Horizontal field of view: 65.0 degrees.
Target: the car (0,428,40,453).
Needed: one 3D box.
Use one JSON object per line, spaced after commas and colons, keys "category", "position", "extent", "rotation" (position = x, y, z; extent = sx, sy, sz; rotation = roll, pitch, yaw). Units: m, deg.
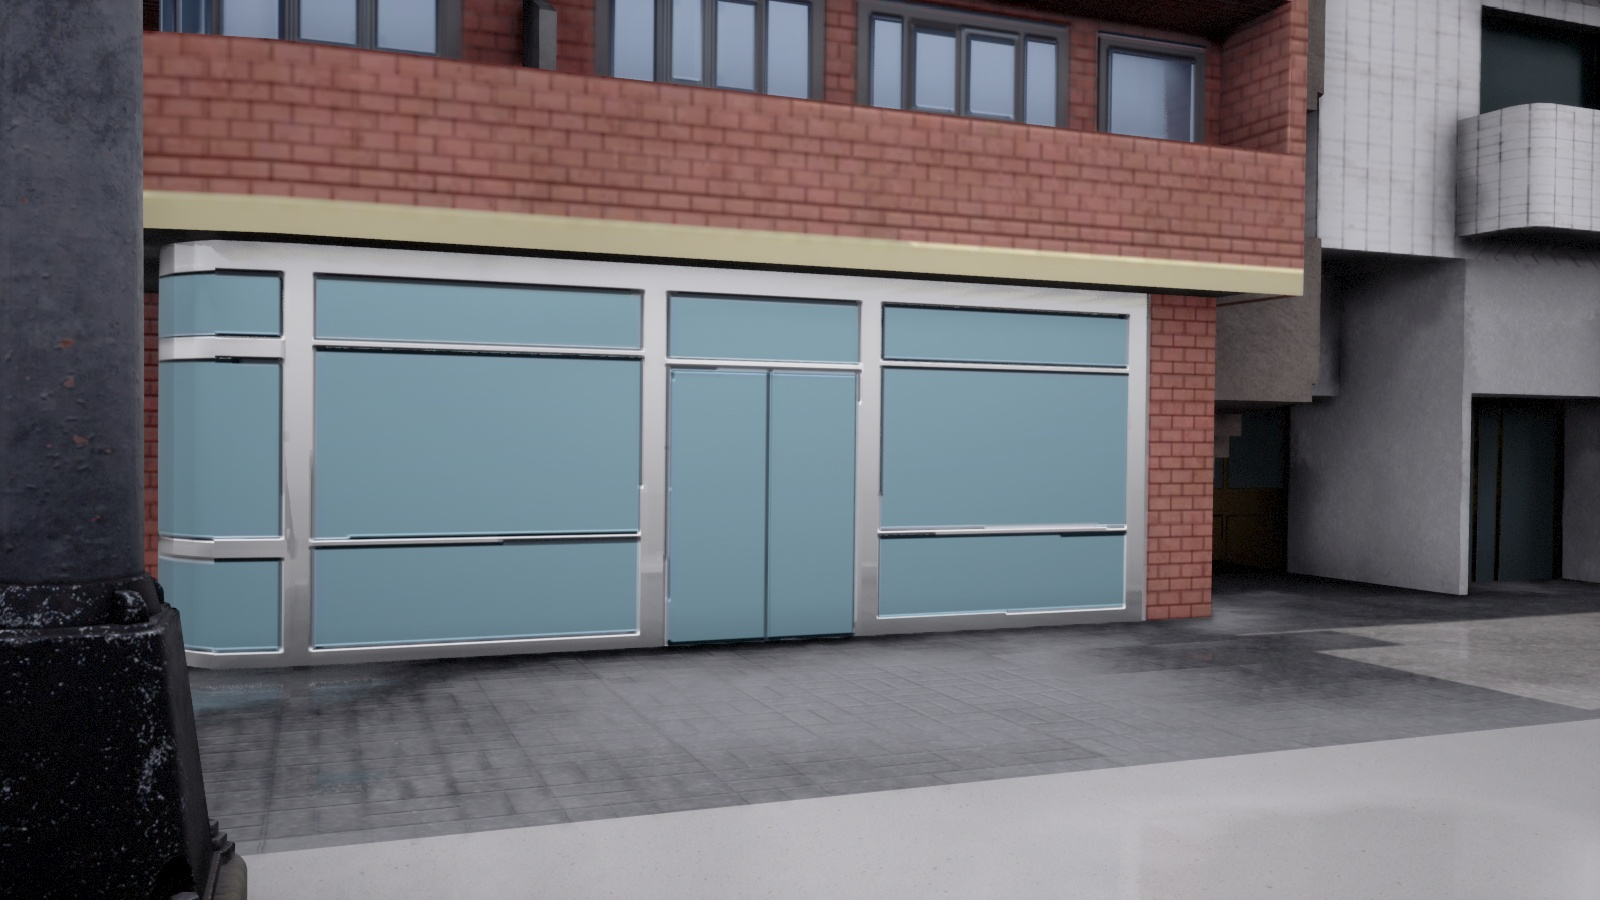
{"category": "car", "position": [-51.764, -0.649, 82.711], "extent": [1.789, 1.549, 3.705], "rotation": [-1, 2, -12]}
